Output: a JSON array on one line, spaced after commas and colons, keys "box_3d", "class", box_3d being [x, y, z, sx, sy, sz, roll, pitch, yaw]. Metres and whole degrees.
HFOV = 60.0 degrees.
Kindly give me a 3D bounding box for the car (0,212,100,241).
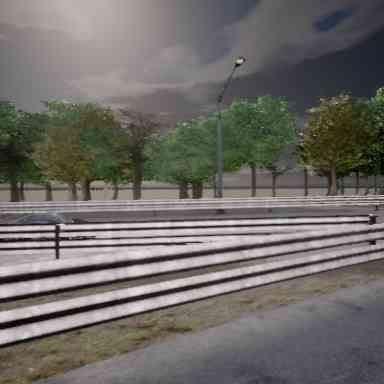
[{"box_3d": [-6.395, 1.613, 15.258, 4.181, 1.385, 1.994, -1, 1, -7], "class": "car"}]
